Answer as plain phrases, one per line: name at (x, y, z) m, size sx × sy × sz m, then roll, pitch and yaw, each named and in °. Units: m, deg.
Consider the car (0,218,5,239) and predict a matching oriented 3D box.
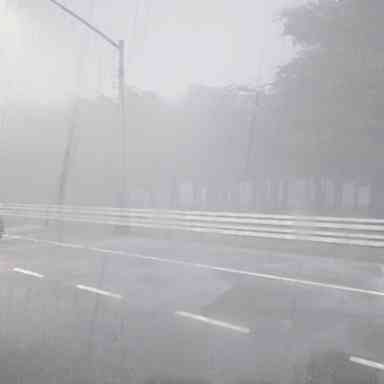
car at (-10.786, 1.501, 15.892) m, size 4.892 × 1.490 × 1.837 m, roll 0°, pitch 0°, yaw 36°
